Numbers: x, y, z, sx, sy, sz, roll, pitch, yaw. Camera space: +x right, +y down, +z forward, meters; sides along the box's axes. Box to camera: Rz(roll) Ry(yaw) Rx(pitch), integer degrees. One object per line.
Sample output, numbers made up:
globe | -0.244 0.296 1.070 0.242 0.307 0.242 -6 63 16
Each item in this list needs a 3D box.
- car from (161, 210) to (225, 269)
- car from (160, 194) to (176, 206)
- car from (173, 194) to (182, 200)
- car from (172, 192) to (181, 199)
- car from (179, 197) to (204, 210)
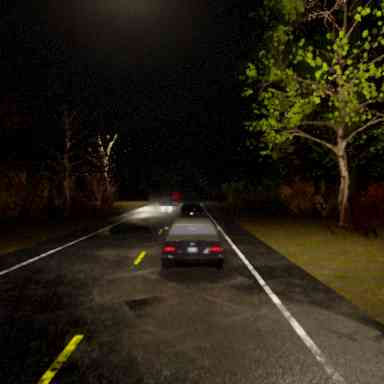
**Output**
car | 0.029 1.543 11.123 2.033 1.411 5.357 0 0 0
car | -4.033 1.451 52.848 2.128 1.511 4.902 0 0 -3
car | -3.967 1.275 90.353 2.128 1.511 4.902 0 0 0
car | -3.813 0.940 82.908 2.150 2.045 5.566 0 0 -2
car | -0.028 1.495 29.937 1.837 1.490 4.892 0 1 0
